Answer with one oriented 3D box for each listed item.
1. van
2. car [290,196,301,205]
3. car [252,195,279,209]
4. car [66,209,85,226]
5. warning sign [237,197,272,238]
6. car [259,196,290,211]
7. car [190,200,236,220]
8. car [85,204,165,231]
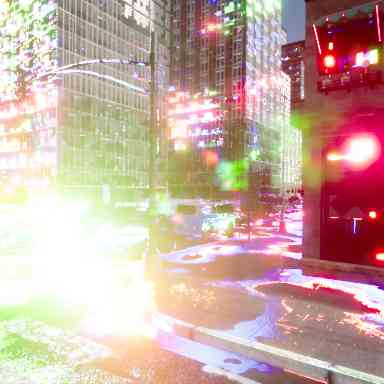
[{"bbox_3d":[0.764,1.368,17.034,1.690,1.788,3.998,1,1,35],"label":"van"},{"bbox_3d":[16.161,1.364,53.365,1.752,1.417,4.829,1,1,35],"label":"car"},{"bbox_3d":[9.875,1.293,44.465,1.967,1.590,4.097,1,1,35],"label":"car"},{"bbox_3d":[-6.084,1.467,21.871,1.947,1.339,4.313,1,1,35],"label":"car"},{"bbox_3d":[3.048,1.177,16.147,1.300,1.860,1.060,1,1,35],"label":"warning sign"},{"bbox_3d":[9.636,1.376,39.605,1.882,1.535,5.008,1,1,35],"label":"car"},{"bbox_3d":[1.900,1.447,28.684,1.812,1.442,4.674,1,1,35],"label":"car"},{"bbox_3d":[-3.867,1.540,20.522,1.895,1.301,4.718,1,1,35],"label":"car"}]
